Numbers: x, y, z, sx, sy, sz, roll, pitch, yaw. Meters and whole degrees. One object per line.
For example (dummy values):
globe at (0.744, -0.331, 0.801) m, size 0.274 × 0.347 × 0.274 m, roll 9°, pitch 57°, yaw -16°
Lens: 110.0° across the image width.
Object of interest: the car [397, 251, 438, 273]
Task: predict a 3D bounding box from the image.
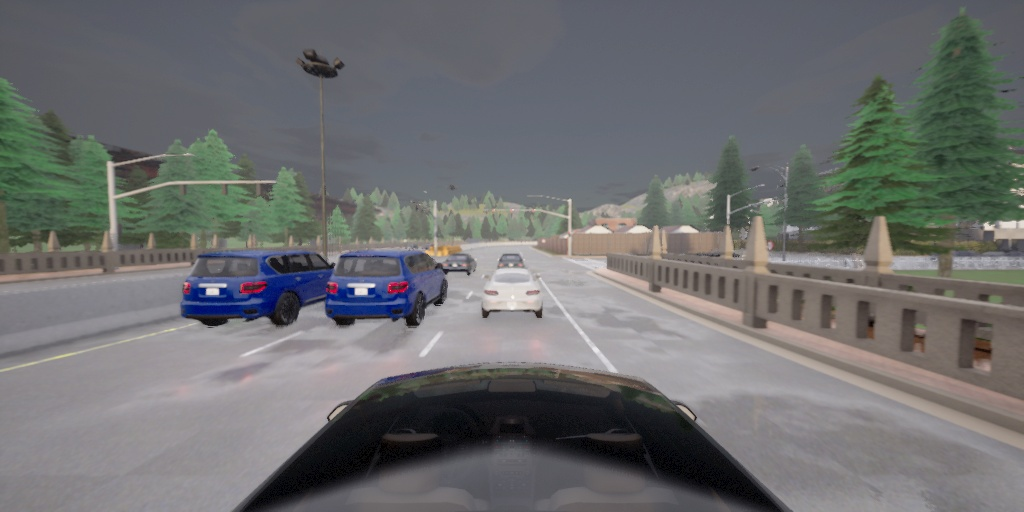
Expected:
car at (-7.048, 0.421, 27.294) m, size 1.994 × 1.385 × 4.181 m, roll 0°, pitch 3°, yaw 0°

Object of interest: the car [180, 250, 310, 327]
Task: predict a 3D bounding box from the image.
car at (-6.999, 0.813, 11.079) m, size 2.150 × 2.045 × 5.566 m, roll 0°, pitch 3°, yaw 0°

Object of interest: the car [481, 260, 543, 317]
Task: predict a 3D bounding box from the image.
car at (0.006, 1.074, 12.114) m, size 1.812 × 1.442 × 4.674 m, roll 0°, pitch 2°, yaw 0°

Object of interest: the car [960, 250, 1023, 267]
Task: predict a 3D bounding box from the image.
car at (42.962, 0.225, 30.951) m, size 5.357 × 1.411 × 2.033 m, roll 0°, pitch 3°, yaw 2°

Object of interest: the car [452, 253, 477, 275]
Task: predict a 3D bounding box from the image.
car at (-3.564, 0.513, 24.930) m, size 2.033 × 1.411 × 5.357 m, roll 0°, pitch 3°, yaw 0°

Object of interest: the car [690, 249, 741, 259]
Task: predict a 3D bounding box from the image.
car at (21.758, -0.073, 38.575) m, size 4.718 × 1.301 × 1.895 m, roll 0°, pitch 3°, yaw 2°

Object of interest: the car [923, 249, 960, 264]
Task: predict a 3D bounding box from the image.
car at (43.077, 0.063, 34.445) m, size 5.357 × 1.411 × 2.033 m, roll 0°, pitch 3°, yaw 2°

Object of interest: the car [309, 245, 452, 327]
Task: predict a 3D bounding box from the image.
car at (-3.500, 0.813, 11.036) m, size 2.150 × 2.045 × 5.566 m, roll 0°, pitch 2°, yaw 0°

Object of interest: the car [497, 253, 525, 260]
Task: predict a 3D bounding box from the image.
car at (-0.064, 0.511, 24.949) m, size 2.033 × 1.411 × 5.357 m, roll 0°, pitch 3°, yaw 0°
